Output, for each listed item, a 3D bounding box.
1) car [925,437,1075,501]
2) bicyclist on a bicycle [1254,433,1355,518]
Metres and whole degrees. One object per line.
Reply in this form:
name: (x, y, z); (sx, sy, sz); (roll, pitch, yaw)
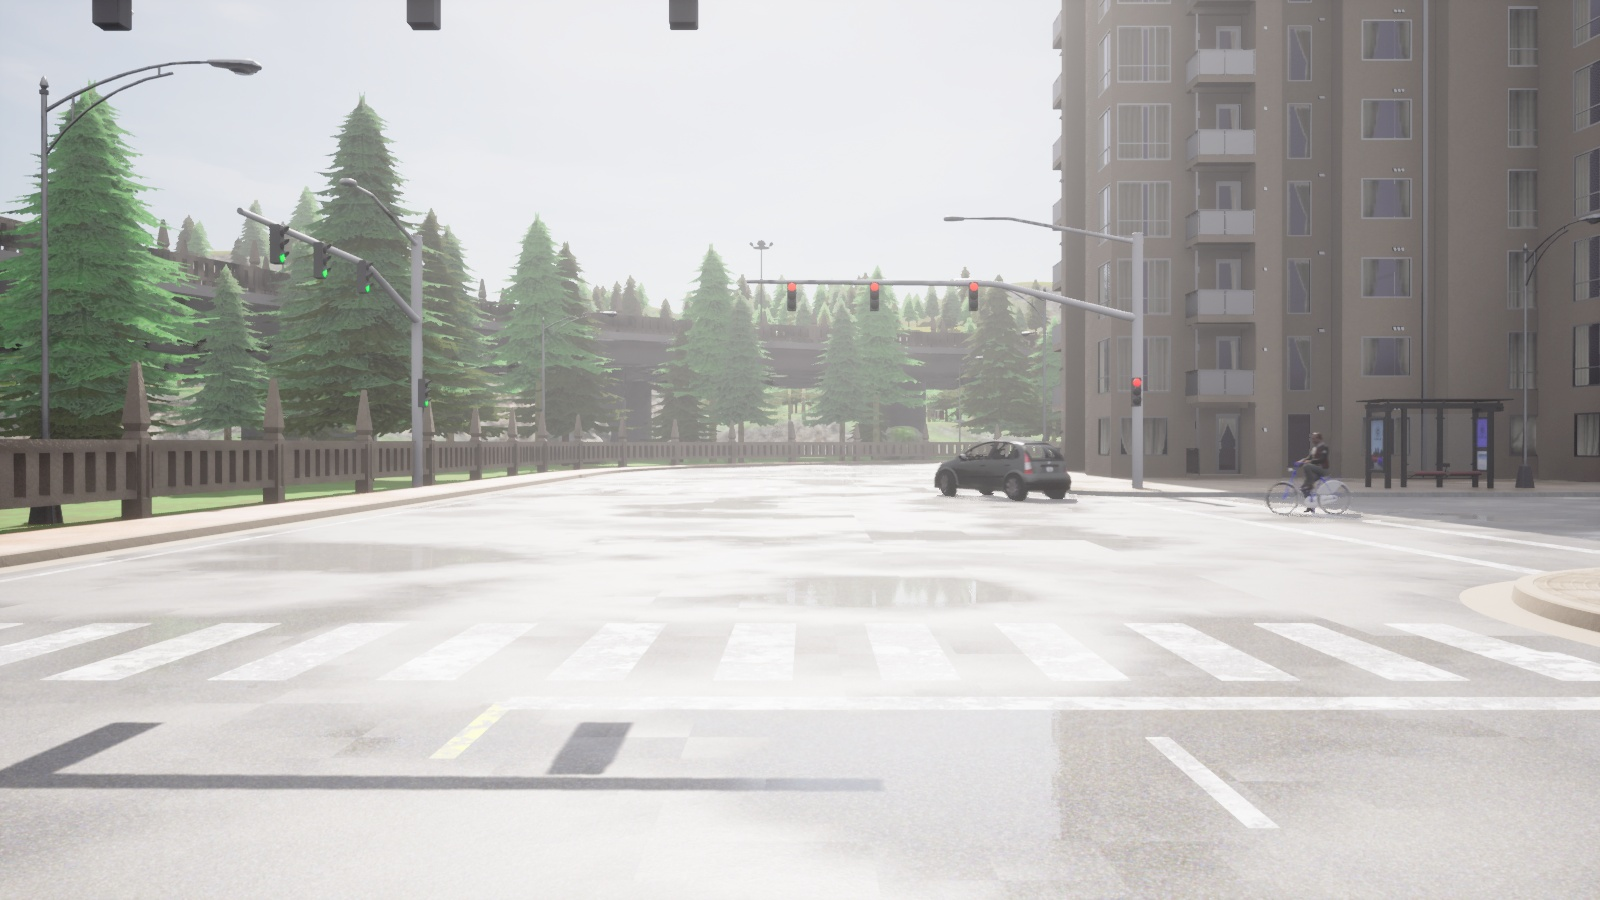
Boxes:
car: (5.436, 0.478, 34.536); (1.851, 1.617, 3.988); (0, 1, -34)
bicyclist on a bicycle: (10.645, 0.530, 26.524); (1.843, 1.776, 0.659); (0, 1, -5)
